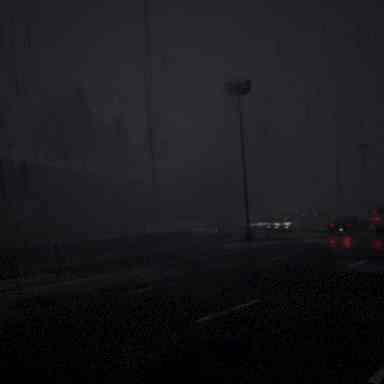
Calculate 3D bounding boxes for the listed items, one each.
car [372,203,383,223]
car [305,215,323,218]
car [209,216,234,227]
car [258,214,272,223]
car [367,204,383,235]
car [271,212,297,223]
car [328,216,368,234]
[{"bbox_3d":[22.650,2.317,38.513,2.150,2.045,5.566,-6,-4,37],"label":"car"},{"bbox_3d":[18.439,3.463,50.767,2.097,1.767,4.553,-6,-4,35],"label":"car"},{"bbox_3d":[4.363,4.349,49.351,2.128,1.511,4.902,-6,-5,38],"label":"car"},{"bbox_3d":[12.567,4.291,54.453,1.895,1.301,4.718,-6,-4,35],"label":"car"},{"bbox_3d":[14.617,1.856,23.534,2.150,2.045,5.566,-7,-5,43],"label":"car"},{"bbox_3d":[14.536,3.850,51.246,1.882,1.535,5.008,-6,-4,35],"label":"car"},{"bbox_3d":[12.568,2.536,26.407,1.895,1.301,4.718,-7,-5,42],"label":"car"}]
